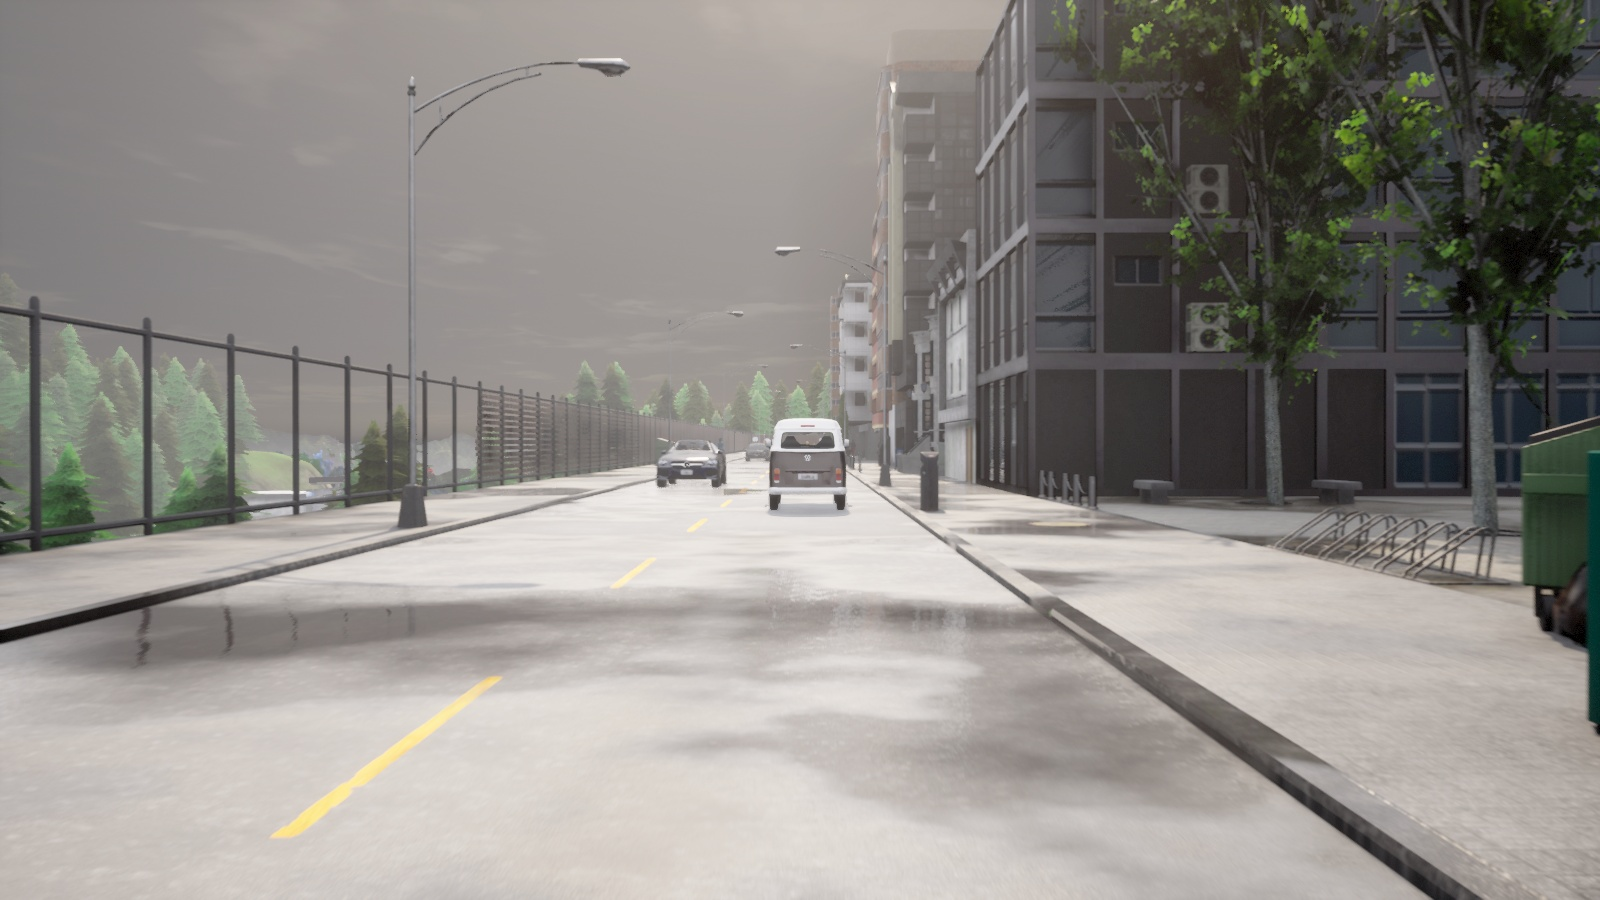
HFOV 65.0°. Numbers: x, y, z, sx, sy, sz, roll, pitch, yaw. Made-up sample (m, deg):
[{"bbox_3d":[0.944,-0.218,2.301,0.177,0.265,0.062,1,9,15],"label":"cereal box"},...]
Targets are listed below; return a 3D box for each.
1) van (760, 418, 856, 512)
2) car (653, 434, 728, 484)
[{"bbox_3d":[0.179,0.304,29.425,2.069,2.038,4.480,0,0,0],"label":"van"},{"bbox_3d":[-3.739,0.275,43.835,2.152,1.651,5.027,0,0,0],"label":"car"}]
